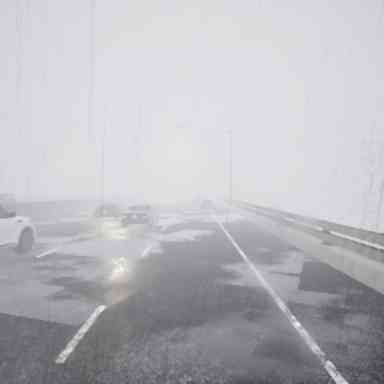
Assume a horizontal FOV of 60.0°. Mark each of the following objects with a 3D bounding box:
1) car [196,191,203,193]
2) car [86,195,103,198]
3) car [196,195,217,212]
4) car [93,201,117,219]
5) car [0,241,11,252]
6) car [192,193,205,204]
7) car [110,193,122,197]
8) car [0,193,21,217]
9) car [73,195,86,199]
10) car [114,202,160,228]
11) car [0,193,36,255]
[{"bbox_3d":[1.785,0.824,78.263,2.150,2.045,5.566,0,0,3],"label":"car"},{"bbox_3d":[-19.629,1.260,68.711,1.994,1.385,4.181,0,0,2],"label":"car"},{"bbox_3d":[1.636,1.385,37.302,1.812,1.442,4.674,0,0,1],"label":"car"},{"bbox_3d":[-6.668,1.451,27.484,1.994,1.385,4.181,0,0,1],"label":"car"},{"bbox_3d":[-3.393,1.466,1.939,1.882,1.535,5.008,0,0,0],"label":"car"},{"bbox_3d":[0.923,1.309,56.184,1.837,1.490,4.892,0,0,2],"label":"car"},{"bbox_3d":[-16.058,1.109,70.407,2.097,1.767,4.553,0,0,2],"label":"car"},{"bbox_3d":[-17.345,1.098,28.792,2.150,2.045,5.566,0,0,1],"label":"car"},{"bbox_3d":[-23.126,1.259,68.857,1.994,1.385,4.181,0,0,2],"label":"car"},{"bbox_3d":[-3.258,1.458,21.546,2.033,1.411,5.357,0,0,1],"label":"car"},{"bbox_3d":[-6.865,1.175,9.939,2.150,2.045,5.566,0,0,0],"label":"car"}]
